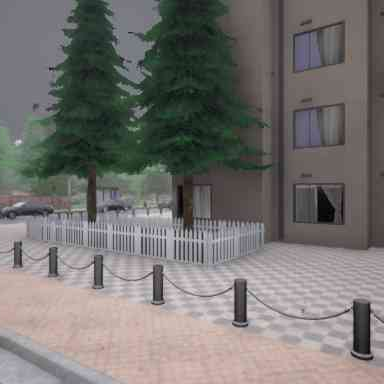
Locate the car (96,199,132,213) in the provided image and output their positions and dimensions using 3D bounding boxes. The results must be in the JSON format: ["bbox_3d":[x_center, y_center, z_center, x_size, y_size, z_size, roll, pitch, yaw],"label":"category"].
[{"bbox_3d":[-8.732,1.476,36.167,2.128,1.511,4.902,0,0,37],"label":"car"}]

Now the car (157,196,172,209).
[{"bbox_3d":[-2.565,1.337,44.335,2.097,1.767,4.553,0,0,37],"label":"car"}]

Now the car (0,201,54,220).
[{"bbox_3d":[-14.321,1.510,28.705,1.812,1.442,4.674,0,0,37],"label":"car"}]
